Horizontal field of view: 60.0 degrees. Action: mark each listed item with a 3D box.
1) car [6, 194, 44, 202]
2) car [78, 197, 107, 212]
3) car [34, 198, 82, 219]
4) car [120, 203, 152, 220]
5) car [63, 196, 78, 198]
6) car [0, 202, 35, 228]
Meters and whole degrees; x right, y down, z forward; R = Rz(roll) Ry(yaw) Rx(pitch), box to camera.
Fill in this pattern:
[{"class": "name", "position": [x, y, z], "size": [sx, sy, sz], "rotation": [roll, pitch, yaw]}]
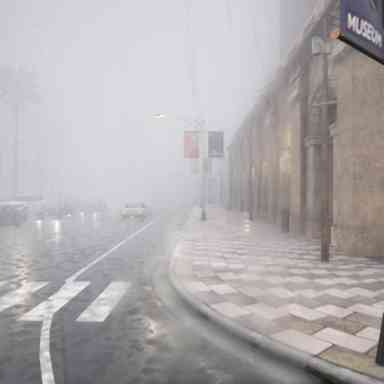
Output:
[{"class": "car", "position": [-15.157, 1.202, 30.016], "size": [2.150, 2.045, 5.566], "rotation": [0, 0, 1]}, {"class": "car", "position": [-11.424, 1.503, 39.085], "size": [1.812, 1.442, 4.674], "rotation": [0, 0, 1]}, {"class": "car", "position": [-11.669, 1.508, 29.198], "size": [1.812, 1.442, 4.674], "rotation": [0, 0, 1]}, {"class": "car", "position": [-4.608, 1.589, 28.049], "size": [1.895, 1.301, 4.718], "rotation": [0, 0, 1]}, {"class": "car", "position": [-14.895, 1.327, 40.338], "size": [2.097, 1.767, 4.553], "rotation": [0, 0, 2]}, {"class": "car", "position": [-11.840, 1.534, 19.772], "size": [2.033, 1.411, 5.357], "rotation": [0, 0, 1]}]
